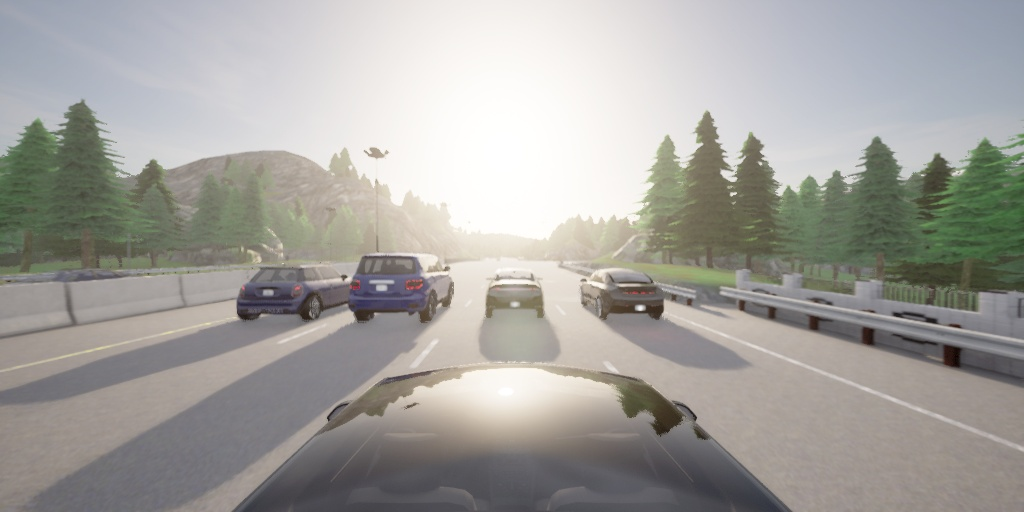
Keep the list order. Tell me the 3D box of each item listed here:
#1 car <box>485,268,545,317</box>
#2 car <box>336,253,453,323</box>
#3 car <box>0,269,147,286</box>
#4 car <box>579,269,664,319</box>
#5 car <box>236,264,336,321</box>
[{"bbox_3d":[0.087,1.177,12.789,2.128,1.511,4.902,0,0,0],"label":"car"},{"bbox_3d":[-3.413,0.913,12.059,2.150,2.045,5.566,0,0,0],"label":"car"},{"bbox_3d":[-17.560,1.232,14.368,2.033,1.411,5.357,0,0,1],"label":"car"},{"bbox_3d":[3.587,1.190,12.446,1.837,1.490,4.892,0,0,0],"label":"car"},{"bbox_3d":[-6.913,1.044,12.292,2.097,1.767,4.553,0,0,0],"label":"car"}]
